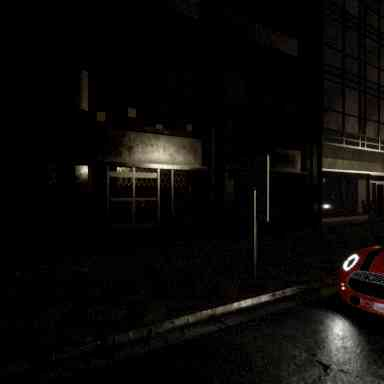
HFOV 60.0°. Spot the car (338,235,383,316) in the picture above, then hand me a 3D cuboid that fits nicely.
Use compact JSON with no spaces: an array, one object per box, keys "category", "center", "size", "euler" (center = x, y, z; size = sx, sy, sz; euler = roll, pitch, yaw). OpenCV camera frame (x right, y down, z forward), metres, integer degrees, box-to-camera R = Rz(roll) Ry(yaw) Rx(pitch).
[{"category":"car","center":[5.057,1.350,6.769],"size":[4.553,1.767,2.097],"euler":[0,0,-33]}]
